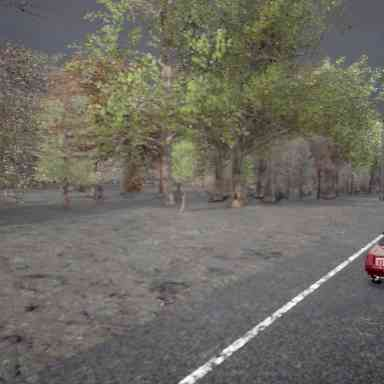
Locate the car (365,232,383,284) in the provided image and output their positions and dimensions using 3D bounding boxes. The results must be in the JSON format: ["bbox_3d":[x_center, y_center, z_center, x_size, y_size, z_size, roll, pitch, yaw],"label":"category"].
[{"bbox_3d":[5.729,1.462,8.210,1.895,1.301,4.718,2,2,37],"label":"car"}]
